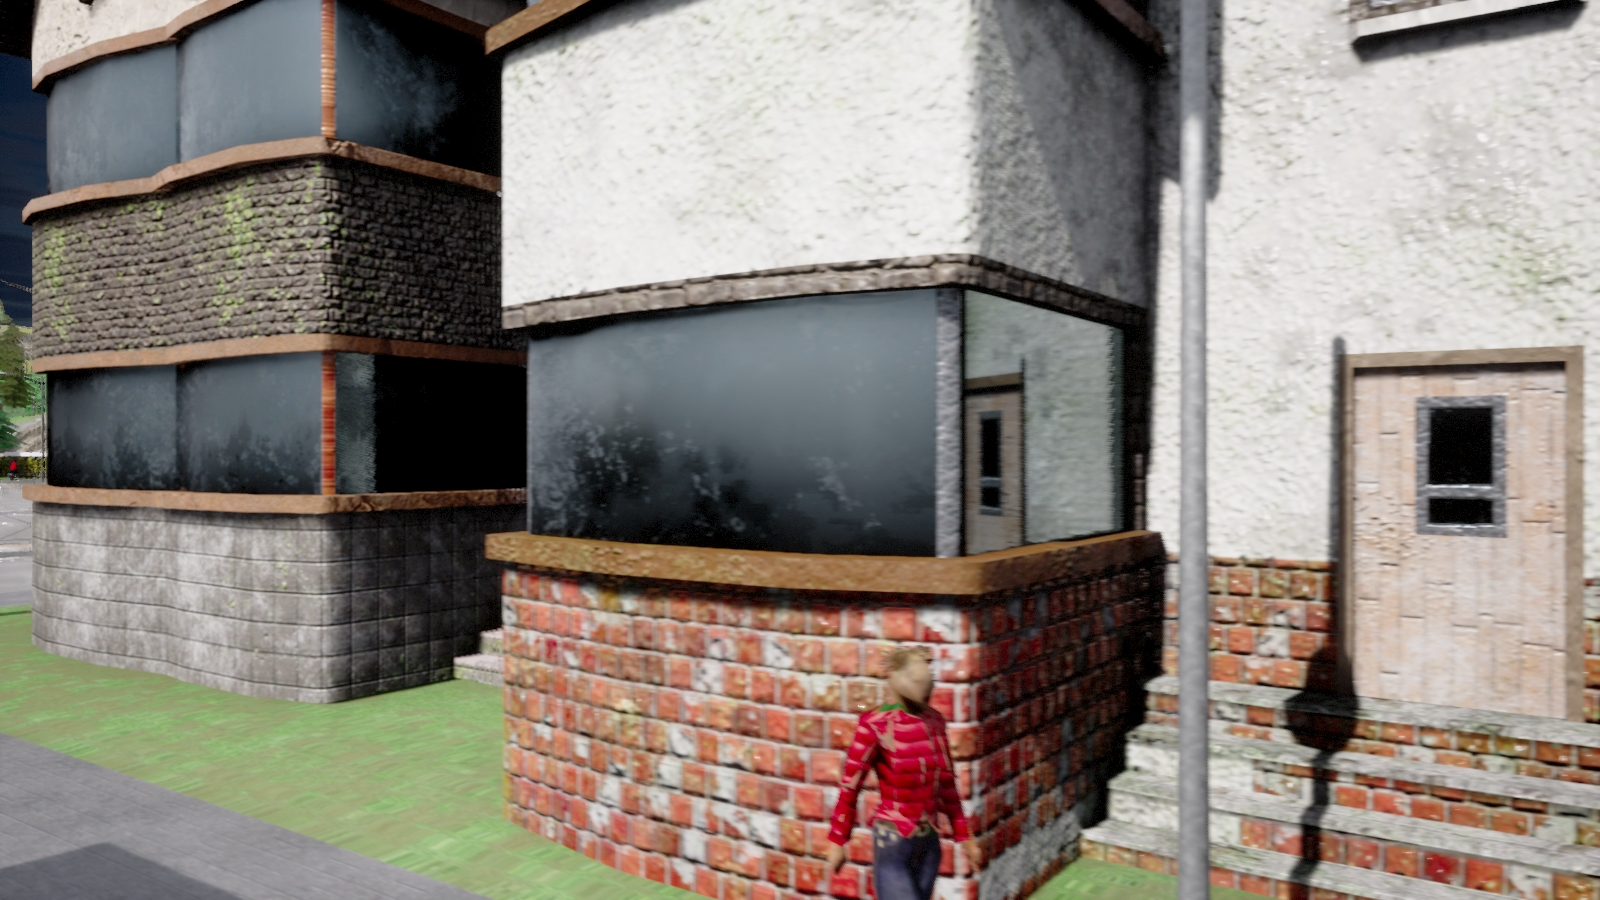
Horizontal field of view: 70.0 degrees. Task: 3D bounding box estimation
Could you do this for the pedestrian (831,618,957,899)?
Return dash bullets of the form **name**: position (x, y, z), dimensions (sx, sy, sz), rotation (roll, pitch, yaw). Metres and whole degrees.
- **pedestrian**: position (0.392, 1.676, 4.808), dimensions (0.375, 1.860, 0.375), rotation (0, 0, -32)
